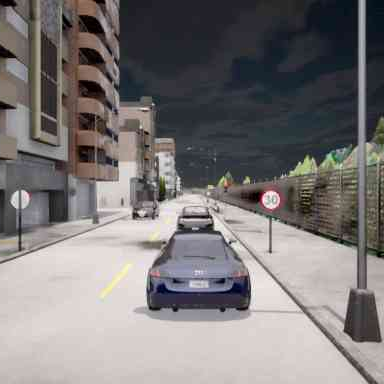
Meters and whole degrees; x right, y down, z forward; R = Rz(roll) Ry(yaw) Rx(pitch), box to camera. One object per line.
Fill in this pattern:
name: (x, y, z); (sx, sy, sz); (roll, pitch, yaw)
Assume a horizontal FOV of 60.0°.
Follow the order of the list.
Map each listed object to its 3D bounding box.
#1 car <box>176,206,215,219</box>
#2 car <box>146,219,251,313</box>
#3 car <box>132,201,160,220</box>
car: (0.184, 1.491, 17.690); (2.128, 1.511, 4.902); (0, 0, 1)
car: (0.130, 1.564, 7.775); (1.994, 1.385, 4.181); (0, 0, 0)
car: (-3.854, 1.501, 28.166); (2.128, 1.511, 4.902); (0, 0, 0)
